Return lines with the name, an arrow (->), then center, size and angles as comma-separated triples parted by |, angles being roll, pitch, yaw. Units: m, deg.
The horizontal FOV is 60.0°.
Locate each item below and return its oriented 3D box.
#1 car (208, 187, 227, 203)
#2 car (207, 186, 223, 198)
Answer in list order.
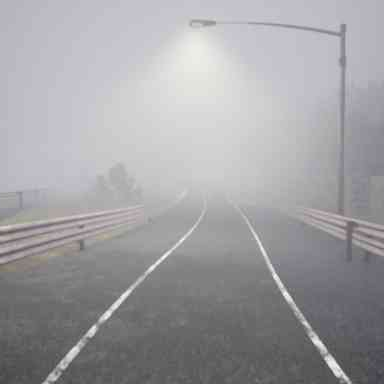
car -> 3.480, 0.589, 43.319 | 2.128, 1.511, 4.902 | 1, 3, 1
car -> 3.670, -0.113, 53.532 | 2.128, 1.511, 4.902 | 0, 5, 0
